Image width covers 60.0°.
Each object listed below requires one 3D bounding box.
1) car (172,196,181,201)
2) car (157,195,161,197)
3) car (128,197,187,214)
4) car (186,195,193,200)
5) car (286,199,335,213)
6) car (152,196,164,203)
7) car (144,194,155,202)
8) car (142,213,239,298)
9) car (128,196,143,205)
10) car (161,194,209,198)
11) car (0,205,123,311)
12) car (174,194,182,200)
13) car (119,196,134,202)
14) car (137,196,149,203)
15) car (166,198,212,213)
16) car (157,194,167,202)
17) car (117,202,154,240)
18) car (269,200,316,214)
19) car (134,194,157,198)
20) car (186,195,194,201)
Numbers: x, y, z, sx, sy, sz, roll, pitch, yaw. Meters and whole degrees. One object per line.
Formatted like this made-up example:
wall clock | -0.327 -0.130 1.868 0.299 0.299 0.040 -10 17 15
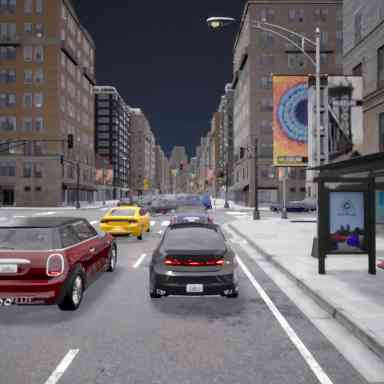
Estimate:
car | -3.804 1.607 82.001 1.895 1.301 4.718 0 0 0
car | -6.986 1.547 58.911 1.812 1.442 4.674 0 0 0
car | -3.172 1.493 31.156 4.892 1.490 1.837 0 -2 -44
car | -0.620 1.439 92.024 1.895 1.301 4.718 0 0 0
car | 13.825 1.626 39.045 4.902 1.511 2.128 0 -1 0
car | -6.968 1.586 68.919 1.994 1.385 4.181 0 0 0
car | -10.295 1.375 80.544 2.097 1.767 4.553 0 0 0
car | 0.024 1.508 8.497 1.837 1.490 4.892 0 0 -1
car | -10.230 1.526 60.182 1.837 1.490 4.892 0 0 0
car | -0.457 1.316 38.912 5.566 2.045 2.150 0 -1 -1
car | -3.220 1.355 7.927 2.097 1.767 4.553 0 0 -1
car | -3.870 1.369 91.973 2.128 1.511 4.902 0 0 0
car | -10.197 1.585 51.362 1.994 1.385 4.181 0 0 0
car | -10.227 1.617 70.230 1.895 1.301 4.718 0 0 0
car | -0.033 1.360 17.433 2.097 1.767 4.553 0 0 0
car | -7.035 1.376 79.036 2.097 1.767 4.553 0 0 0
car | -3.279 1.485 17.055 1.882 1.535 5.008 0 0 -1
car | 10.740 1.683 35.758 4.718 1.301 1.895 0 -1 -1
car | -6.940 1.373 50.335 2.097 1.767 4.553 0 0 0
car | -0.551 1.489 81.575 1.882 1.535 5.008 0 0 0
